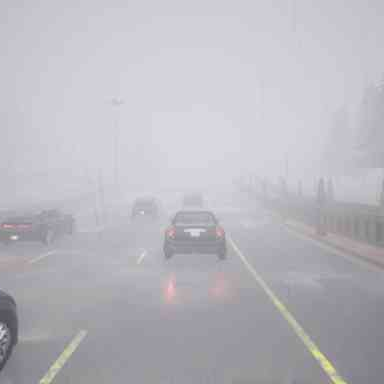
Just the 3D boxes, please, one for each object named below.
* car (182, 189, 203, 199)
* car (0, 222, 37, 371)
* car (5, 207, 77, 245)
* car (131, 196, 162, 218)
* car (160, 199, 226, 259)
[{"bbox_3d":[0.071,0.463,31.916,1.882,1.535,5.008,0,5,0],"label":"car"},{"bbox_3d":[-3.401,1.360,2.675,2.097,1.767,4.553,0,0,0],"label":"car"},{"bbox_3d":[-6.901,1.468,15.376,1.837,1.490,4.892,0,1,0],"label":"car"},{"bbox_3d":[-3.406,1.027,25.246,1.837,1.490,4.892,0,3,0],"label":"car"},{"bbox_3d":[0.100,1.357,12.880,2.097,1.767,4.553,0,1,0],"label":"car"}]
